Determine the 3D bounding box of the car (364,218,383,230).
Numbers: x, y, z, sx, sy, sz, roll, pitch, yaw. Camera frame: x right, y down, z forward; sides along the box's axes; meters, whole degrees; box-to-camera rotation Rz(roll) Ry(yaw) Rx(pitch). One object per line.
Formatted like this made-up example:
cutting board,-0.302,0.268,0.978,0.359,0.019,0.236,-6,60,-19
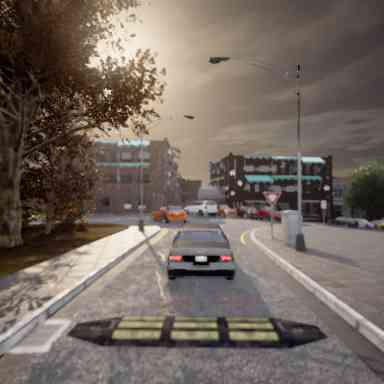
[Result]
car,24.744,4.598,48.819,2.002,1.452,4.674,7,-4,-30

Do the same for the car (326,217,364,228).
car,21.782,4.312,48.256,2.002,1.452,4.674,6,-3,-30

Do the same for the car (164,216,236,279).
car,0.269,1.685,10.375,2.033,1.411,5.357,0,-1,1

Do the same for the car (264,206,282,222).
car,10.012,2.881,45.981,2.435,2.045,5.566,7,-4,-31

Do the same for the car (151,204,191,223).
car,-2.332,2.012,31.804,2.097,1.767,4.553,0,-1,-27

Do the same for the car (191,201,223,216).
car,1.190,2.181,44.188,2.435,2.045,5.566,1,-2,-31

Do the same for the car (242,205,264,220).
car,7.024,2.717,45.373,2.185,1.767,4.553,6,-3,-32

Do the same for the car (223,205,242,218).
car,4.060,2.470,44.825,2.185,1.767,4.553,4,-3,-32
